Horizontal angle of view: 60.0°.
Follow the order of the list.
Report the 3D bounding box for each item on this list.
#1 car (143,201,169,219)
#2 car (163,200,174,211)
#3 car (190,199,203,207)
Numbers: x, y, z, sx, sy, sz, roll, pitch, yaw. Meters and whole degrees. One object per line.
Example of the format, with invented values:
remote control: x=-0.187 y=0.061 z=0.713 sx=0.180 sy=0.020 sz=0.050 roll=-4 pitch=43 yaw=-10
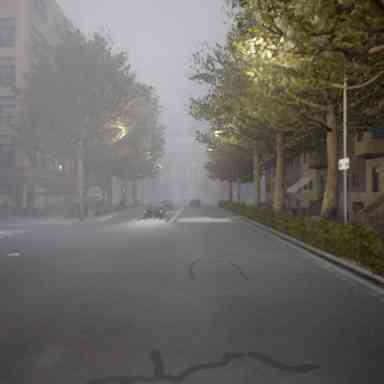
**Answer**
car: x=-3.591 y=1.885 z=32.674 sx=1.895 sy=1.301 sz=4.718 roll=0 pitch=0 yaw=0
car: x=-3.562 y=1.911 z=47.446 sx=1.837 sy=1.490 sz=4.892 roll=0 pitch=1 yaw=0
car: x=0.827 y=2.061 z=64.289 sx=1.837 sy=1.490 sz=4.892 roll=-1 pitch=-1 yaw=11
